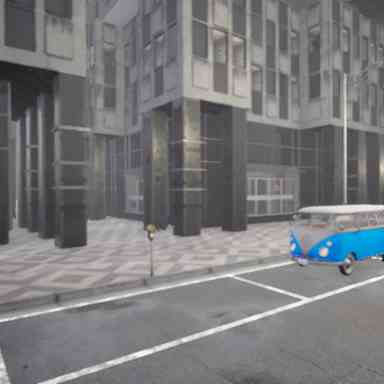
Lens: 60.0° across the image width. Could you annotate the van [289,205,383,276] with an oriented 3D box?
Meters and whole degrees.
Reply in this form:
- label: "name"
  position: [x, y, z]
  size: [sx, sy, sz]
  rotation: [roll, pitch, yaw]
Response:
- label: "van"
  position: [4.620, 1.295, 9.943]
  size: [3.998, 1.788, 1.690]
  rotation: [0, 0, -35]
